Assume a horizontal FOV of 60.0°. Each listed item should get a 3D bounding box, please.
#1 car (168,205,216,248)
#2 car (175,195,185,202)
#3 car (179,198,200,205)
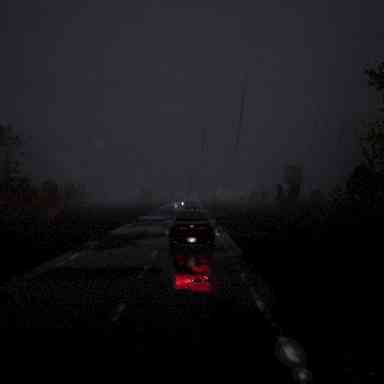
[{"bbox_3d":[0.000,1.519,14.692,1.837,1.490,4.892,0,0,0],"label":"car"},{"bbox_3d":[-2.750,1.499,74.736,1.837,1.490,4.892,0,0,0],"label":"car"},{"bbox_3d":[0.000,1.543,29.694,1.812,1.442,4.674,0,0,0],"label":"car"}]
